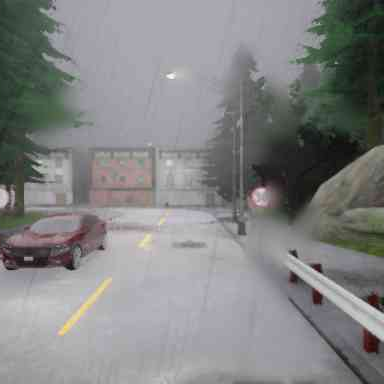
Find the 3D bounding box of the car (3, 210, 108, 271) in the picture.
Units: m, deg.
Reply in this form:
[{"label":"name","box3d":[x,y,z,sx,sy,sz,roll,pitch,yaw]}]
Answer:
[{"label":"car","box3d":[-4.161,1.414,10.935,1.882,1.535,5.008,0,0,0]}]
